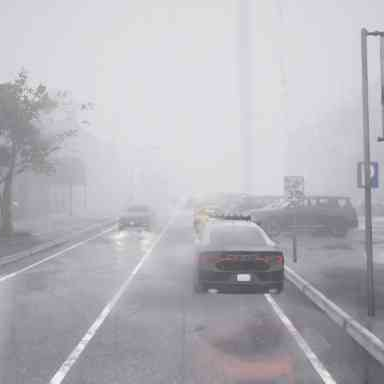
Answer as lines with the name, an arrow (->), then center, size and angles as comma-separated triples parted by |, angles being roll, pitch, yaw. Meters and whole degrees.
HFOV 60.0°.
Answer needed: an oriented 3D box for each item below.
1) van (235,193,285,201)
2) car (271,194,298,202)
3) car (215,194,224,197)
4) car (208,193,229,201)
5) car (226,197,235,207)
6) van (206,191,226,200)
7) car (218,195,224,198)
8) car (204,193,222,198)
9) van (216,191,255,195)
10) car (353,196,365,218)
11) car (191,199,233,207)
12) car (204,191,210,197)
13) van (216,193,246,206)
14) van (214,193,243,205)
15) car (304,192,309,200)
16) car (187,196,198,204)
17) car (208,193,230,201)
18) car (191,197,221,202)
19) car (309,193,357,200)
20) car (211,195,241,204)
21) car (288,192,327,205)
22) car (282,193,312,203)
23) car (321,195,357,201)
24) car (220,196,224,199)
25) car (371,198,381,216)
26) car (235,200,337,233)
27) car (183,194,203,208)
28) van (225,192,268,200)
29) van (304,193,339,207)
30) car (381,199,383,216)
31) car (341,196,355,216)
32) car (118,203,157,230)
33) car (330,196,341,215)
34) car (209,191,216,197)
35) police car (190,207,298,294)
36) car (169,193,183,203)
van -> 5.890, 1.238, 25.915 | 4.442, 1.987, 1.878 | 0, 0, 0
car -> 18.881, 1.188, 68.338 | 4.892, 1.521, 2.231 | 0, 1, 0
car -> 5.789, 1.409, 42.741 | 4.892, 1.521, 2.231 | 0, 0, 0
car -> 5.767, 1.014, 73.578 | 4.553, 1.767, 2.185 | 0, 1, 0
car -> 5.769, 1.460, 28.719 | 5.008, 1.535, 2.097 | 0, 0, 0
van -> 5.685, 0.864, 79.184 | 4.442, 1.987, 1.878 | 0, 1, 0
car -> 5.778, 1.466, 39.939 | 4.674, 1.452, 2.002 | 0, 0, 0
car -> 5.838, 0.994, 93.202 | 4.792, 1.488, 2.163 | 0, 1, 0
van -> 5.900, 1.163, 45.547 | 4.442, 1.987, 1.878 | 0, 0, 0
car -> 18.851, 1.455, 32.248 | 5.008, 1.535, 2.097 | 0, 0, 0
car -> 1.011, 1.438, 19.008 | 1.801, 1.575, 5.366 | 0, 0, 0
car -> 5.766, 0.963, 65.168 | 5.566, 2.045, 2.435 | 0, 1, 0
van -> 5.903, 1.114, 51.152 | 4.442, 1.987, 1.878 | 0, 1, 0
van -> 5.905, 1.089, 53.955 | 4.442, 1.987, 1.878 | 0, 1, 0
car -> 18.892, 1.134, 46.130 | 5.566, 2.045, 2.435 | 0, 1, 0
car -> 0.111, 1.354, 58.663 | 1.994, 1.385, 4.181 | 0, 0, 0
car -> 5.766, 1.039, 70.775 | 4.553, 1.767, 2.185 | 0, 1, 0
car -> 1.023, 1.424, 25.015 | 1.801, 1.575, 5.366 | 0, 0, 0
car -> 18.834, 1.153, 43.353 | 5.566, 2.045, 2.435 | 0, 0, 0
car -> 5.783, 1.290, 56.761 | 4.892, 1.521, 2.231 | 0, 1, 0
car -> 18.897, 1.059, 54.456 | 5.566, 2.045, 2.435 | 0, 1, 0
car -> 18.902, 1.136, 60.010 | 4.553, 1.767, 2.185 | 0, 1, 0
car -> 18.889, 1.452, 40.580 | 4.792, 1.488, 2.163 | 0, 0, 0
car -> 5.809, 1.470, 37.131 | 4.792, 1.488, 2.163 | 0, 0, 0
car -> 18.849, 1.462, 29.470 | 4.892, 1.521, 2.231 | 0, 0, 0
car -> 5.585, 1.466, 20.309 | 5.366, 1.575, 1.946 | 0, 0, 0
car -> 0.099, 1.429, 45.245 | 2.033, 1.411, 5.357 | 0, 0, 0
van -> 5.660, 1.230, 31.525 | 4.442, 1.987, 1.878 | 0, 0, 0
van -> 18.982, 1.134, 48.906 | 4.442, 1.987, 1.878 | 0, 1, 0
car -> 18.825, 1.212, 26.695 | 5.566, 2.045, 2.435 | 0, 0, 0
car -> 19.042, 1.444, 35.025 | 5.366, 1.575, 1.946 | 0, 0, 0
car -> -3.310, 1.484, 20.834 | 1.837, 1.490, 4.892 | 0, 0, 0
car -> 18.830, 1.469, 37.797 | 4.792, 1.488, 2.163 | 0, 0, 0
car -> 5.757, 1.113, 48.348 | 5.566, 2.045, 2.435 | 0, 1, 0
police car -> 0.992, 1.422, 8.914 | 1.930, 1.638, 5.238 | 0, 0, 0
car -> -3.187, 1.364, 62.036 | 1.895, 1.301, 4.718 | 0, 0, 1
